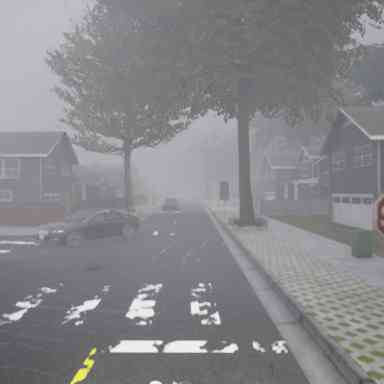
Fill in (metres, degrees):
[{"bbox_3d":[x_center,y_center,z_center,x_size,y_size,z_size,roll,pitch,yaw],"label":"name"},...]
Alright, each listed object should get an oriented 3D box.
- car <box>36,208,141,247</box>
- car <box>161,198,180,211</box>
[{"bbox_3d":[-4.541,1.510,15.264,2.128,1.511,4.902,2,2,37],"label":"car"},{"bbox_3d":[-2.490,1.463,39.559,1.837,1.490,4.892,0,1,0],"label":"car"}]
